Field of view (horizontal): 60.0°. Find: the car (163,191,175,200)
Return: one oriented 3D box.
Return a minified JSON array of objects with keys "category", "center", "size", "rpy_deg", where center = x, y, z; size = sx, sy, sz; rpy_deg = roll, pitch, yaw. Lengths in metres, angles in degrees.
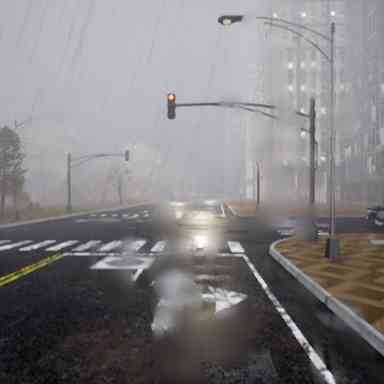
[{"category":"car","center":[-5.085,0.796,73.832],"size":[2.150,2.045,5.566],"rpy_deg":[0,0,4]}]

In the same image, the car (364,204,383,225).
[{"category":"car","center":[13.086,1.340,20.057],"size":[4.902,1.511,2.128],"rpy_deg":[0,0,5]}]
